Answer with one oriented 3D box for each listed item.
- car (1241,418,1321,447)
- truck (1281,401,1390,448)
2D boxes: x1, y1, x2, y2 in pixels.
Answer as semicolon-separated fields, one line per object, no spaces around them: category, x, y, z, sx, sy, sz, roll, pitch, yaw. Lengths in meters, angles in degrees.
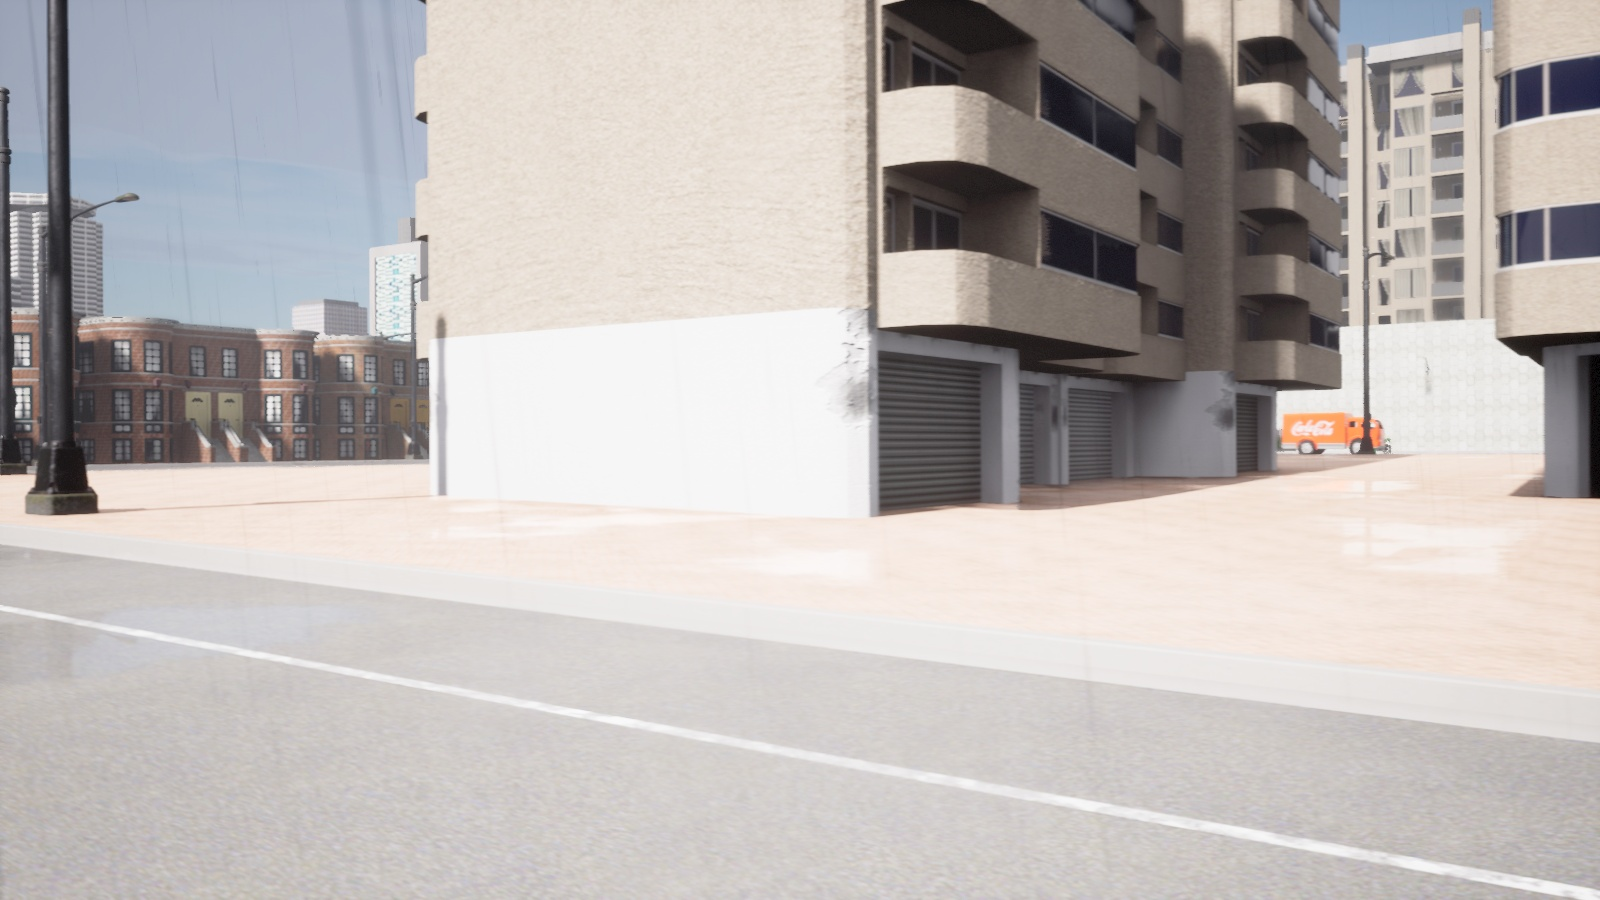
car;31.848;-1.172;83.198;4.553;1.767;2.097;-1;0;35
truck;30.420;-1.446;71.352;5.204;2.467;2.627;-1;0;35
